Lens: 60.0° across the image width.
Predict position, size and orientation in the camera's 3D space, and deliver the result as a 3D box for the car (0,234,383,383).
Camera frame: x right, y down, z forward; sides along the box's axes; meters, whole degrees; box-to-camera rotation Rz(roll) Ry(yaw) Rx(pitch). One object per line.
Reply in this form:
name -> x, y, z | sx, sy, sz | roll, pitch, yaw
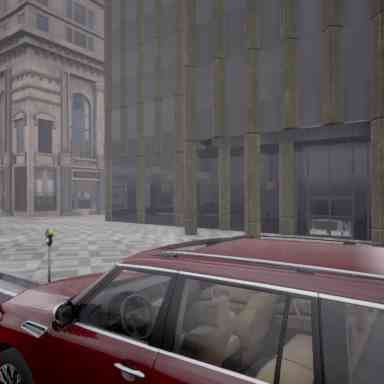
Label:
car -> 0.246, 1.315, 2.798 | 5.009, 1.841, 2.192 | 0, 0, 36
